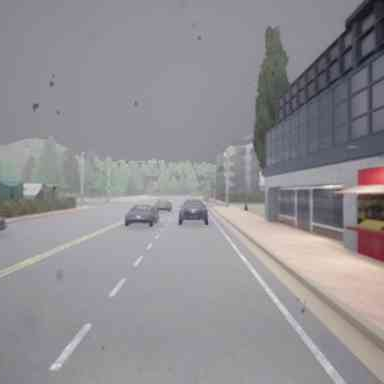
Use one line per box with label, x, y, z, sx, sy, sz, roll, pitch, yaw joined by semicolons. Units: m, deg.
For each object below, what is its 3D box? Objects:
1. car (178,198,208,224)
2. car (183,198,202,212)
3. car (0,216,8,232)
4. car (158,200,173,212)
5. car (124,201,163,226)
car;0.095;1.366;25.068;2.097;1.767;4.553;0;0;0
car;0.099;1.516;40.149;2.128;1.511;4.902;0;0;1
car;-10.549;1.555;15.001;2.033;1.411;5.357;0;0;1
car;-3.420;1.587;39.943;1.994;1.385;4.181;0;0;0
car;-3.442;1.578;23.476;1.994;1.385;4.181;0;0;1
